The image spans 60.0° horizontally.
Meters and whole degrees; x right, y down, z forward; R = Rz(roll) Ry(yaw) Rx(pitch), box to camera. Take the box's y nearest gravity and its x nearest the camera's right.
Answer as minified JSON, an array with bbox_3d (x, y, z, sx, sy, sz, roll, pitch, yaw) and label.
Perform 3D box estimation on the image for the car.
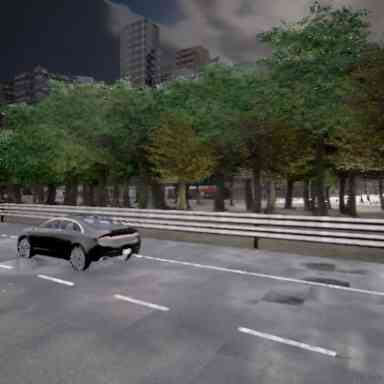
[{"bbox_3d":[-3.832,1.493,10.904,4.902,1.511,2.128,0,0,36],"label":"car"}]
